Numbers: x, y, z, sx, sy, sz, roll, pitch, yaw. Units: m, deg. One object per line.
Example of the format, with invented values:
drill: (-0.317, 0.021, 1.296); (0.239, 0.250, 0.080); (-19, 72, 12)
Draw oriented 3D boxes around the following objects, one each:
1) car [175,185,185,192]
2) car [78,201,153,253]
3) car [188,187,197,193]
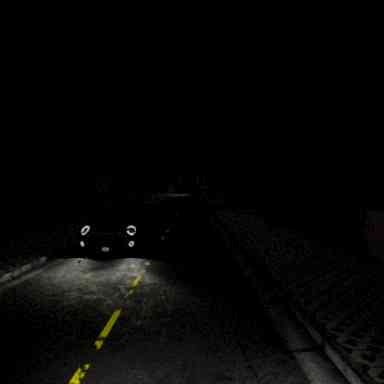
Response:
car: (-2.699, -0.865, 76.285); (2.097, 1.767, 4.553); (0, 2, 0)
car: (-2.833, 1.281, 13.173); (2.097, 1.767, 4.553); (0, 0, 0)
car: (0.051, -0.446, 76.113); (1.994, 1.385, 4.181); (0, 3, 0)
